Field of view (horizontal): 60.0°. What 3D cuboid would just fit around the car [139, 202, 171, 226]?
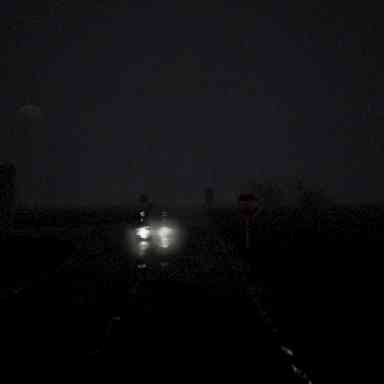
[{"bbox_3d":[-2.756,1.591,25.736,2.097,1.767,4.553,0,-1,0],"label":"car"}]
